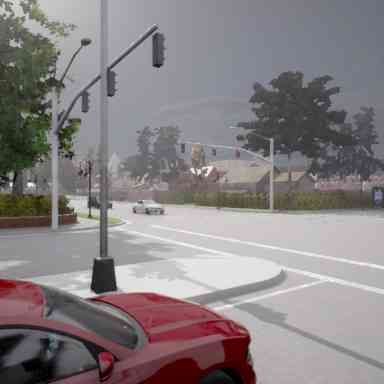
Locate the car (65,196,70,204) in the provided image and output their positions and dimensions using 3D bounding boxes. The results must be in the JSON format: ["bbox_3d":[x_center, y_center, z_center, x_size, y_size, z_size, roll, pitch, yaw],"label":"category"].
[{"bbox_3d":[-23.732,1.518,60.924,1.837,1.490,4.892,0,-1,-35],"label":"car"}]

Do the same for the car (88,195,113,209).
[{"bbox_3d":[-12.509,1.363,45.328,2.097,1.767,4.553,0,0,-36],"label":"car"}]

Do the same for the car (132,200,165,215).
[{"bbox_3d":[-4.601,1.537,34.400,1.812,1.442,4.674,0,0,-35],"label":"car"}]

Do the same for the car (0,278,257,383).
[{"bbox_3d":[-1.665,1.478,2.580,5.008,1.535,1.882,0,0,-35],"label":"car"}]
